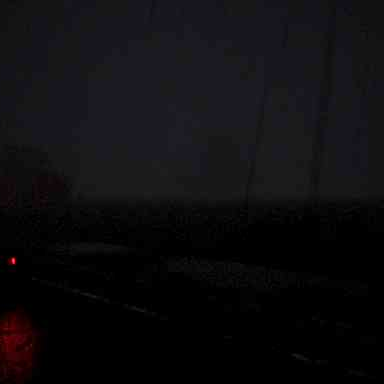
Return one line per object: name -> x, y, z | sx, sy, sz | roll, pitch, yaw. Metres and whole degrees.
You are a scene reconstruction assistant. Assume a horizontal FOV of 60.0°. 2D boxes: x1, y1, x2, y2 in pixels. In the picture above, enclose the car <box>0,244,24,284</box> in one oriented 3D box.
car -> -6.217, 1.568, 8.238 | 4.718, 1.301, 1.895 | 0, 0, 36
